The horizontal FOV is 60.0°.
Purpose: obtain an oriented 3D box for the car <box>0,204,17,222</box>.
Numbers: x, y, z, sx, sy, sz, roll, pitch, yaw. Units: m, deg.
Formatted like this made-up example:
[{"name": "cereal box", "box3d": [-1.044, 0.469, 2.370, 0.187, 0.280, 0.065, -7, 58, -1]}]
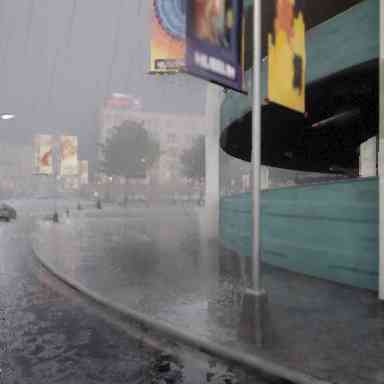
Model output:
[{"name": "car", "box3d": [-16.138, 1.706, 27.990, 1.994, 1.385, 4.181, 1, -1, -19]}]
